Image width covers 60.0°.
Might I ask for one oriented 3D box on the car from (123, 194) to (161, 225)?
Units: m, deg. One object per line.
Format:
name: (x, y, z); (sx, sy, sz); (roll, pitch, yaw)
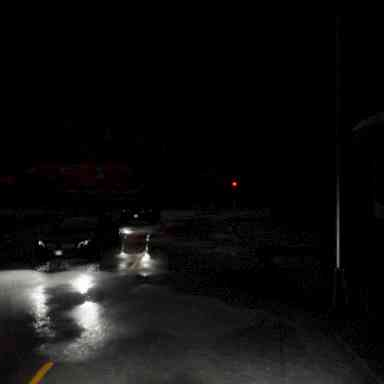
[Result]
car: (-3.585, 1.205, 24.330); (2.150, 2.045, 5.566); (0, 0, 1)

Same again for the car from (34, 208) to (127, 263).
car: (-3.889, 1.517, 12.123); (1.812, 1.442, 4.674); (0, 0, 1)
